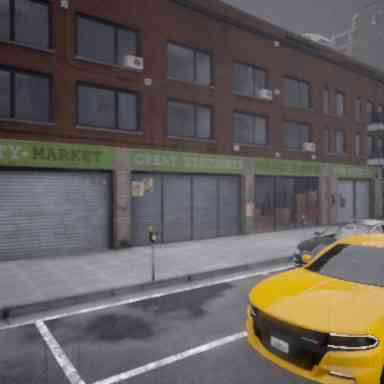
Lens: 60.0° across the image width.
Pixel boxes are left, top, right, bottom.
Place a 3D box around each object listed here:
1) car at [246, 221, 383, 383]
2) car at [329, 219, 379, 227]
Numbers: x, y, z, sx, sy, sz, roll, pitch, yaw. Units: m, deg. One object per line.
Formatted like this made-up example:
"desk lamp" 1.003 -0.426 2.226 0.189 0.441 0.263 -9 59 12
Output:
"car" 3.036 1.447 5.226 5.008 1.535 1.882 0 0 -35
"car" 4.774 1.498 9.591 4.403 1.369 2.008 0 0 -35
